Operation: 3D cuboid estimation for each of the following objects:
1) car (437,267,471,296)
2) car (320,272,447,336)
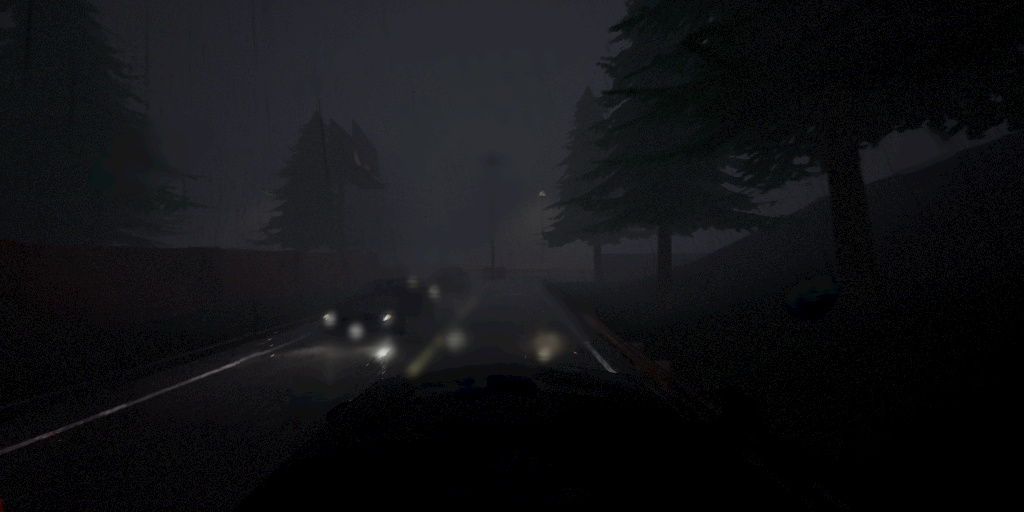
[{"bbox_3d":[-3.524,1.383,20.910,1.882,1.535,5.008,0,0,0],"label":"car"},{"bbox_3d":[-3.595,1.373,10.936,2.033,1.411,5.357,0,0,0],"label":"car"}]
